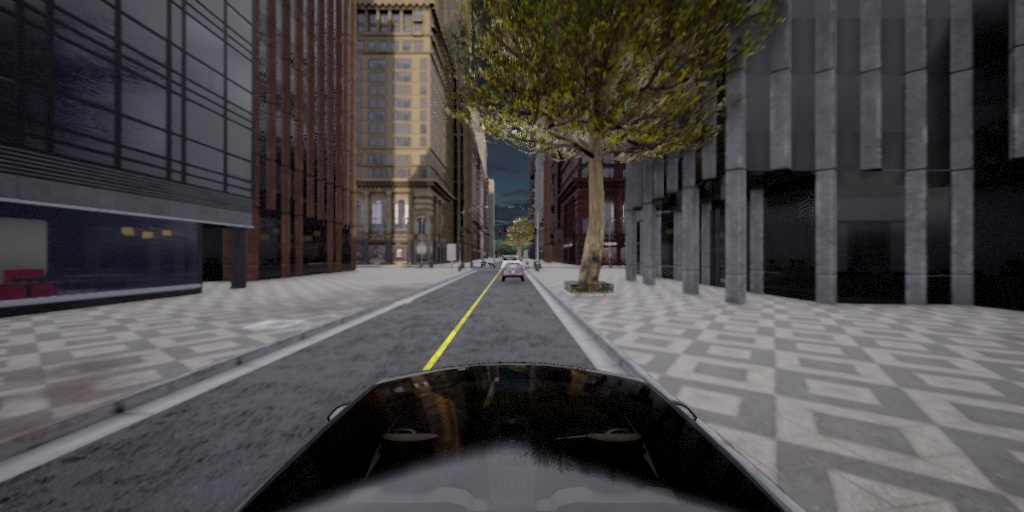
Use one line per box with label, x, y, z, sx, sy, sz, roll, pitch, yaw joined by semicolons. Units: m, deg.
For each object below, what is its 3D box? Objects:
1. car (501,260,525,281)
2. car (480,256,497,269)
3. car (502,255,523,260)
car;0.086;1.273;29.595;2.033;1.411;5.357;0;0;0
car;-3.022;0.802;46.466;1.882;1.535;5.008;0;0;0
car;0.011;0.935;42.020;2.150;2.045;5.566;0;0;4
